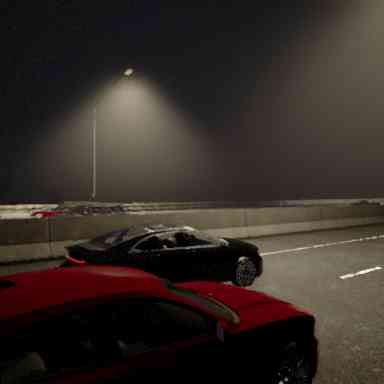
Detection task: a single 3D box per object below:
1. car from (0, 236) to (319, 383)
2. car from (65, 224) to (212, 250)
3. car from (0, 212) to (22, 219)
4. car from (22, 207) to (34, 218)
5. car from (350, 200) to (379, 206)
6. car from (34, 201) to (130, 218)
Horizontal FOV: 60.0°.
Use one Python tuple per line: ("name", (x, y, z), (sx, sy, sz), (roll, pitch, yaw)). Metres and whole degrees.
("car", (-0.834, 1.481, 3.151), (5.008, 1.535, 1.882), (1, 0, -35))
("car", (-0.447, 1.506, 7.719), (4.902, 1.511, 2.128), (0, 0, -35))
("car", (-10.455, 1.616, 22.323), (4.718, 1.301, 1.895), (0, 0, -35))
("car", (-7.464, 1.372, 20.155), (4.553, 1.767, 2.097), (0, 0, -35))
("car", (24.468, 1.750, 47.121), (4.718, 1.301, 1.895), (0, 0, -35))
("car", (-5.433, 1.372, 17.305), (4.553, 1.767, 2.097), (0, 0, -35))
